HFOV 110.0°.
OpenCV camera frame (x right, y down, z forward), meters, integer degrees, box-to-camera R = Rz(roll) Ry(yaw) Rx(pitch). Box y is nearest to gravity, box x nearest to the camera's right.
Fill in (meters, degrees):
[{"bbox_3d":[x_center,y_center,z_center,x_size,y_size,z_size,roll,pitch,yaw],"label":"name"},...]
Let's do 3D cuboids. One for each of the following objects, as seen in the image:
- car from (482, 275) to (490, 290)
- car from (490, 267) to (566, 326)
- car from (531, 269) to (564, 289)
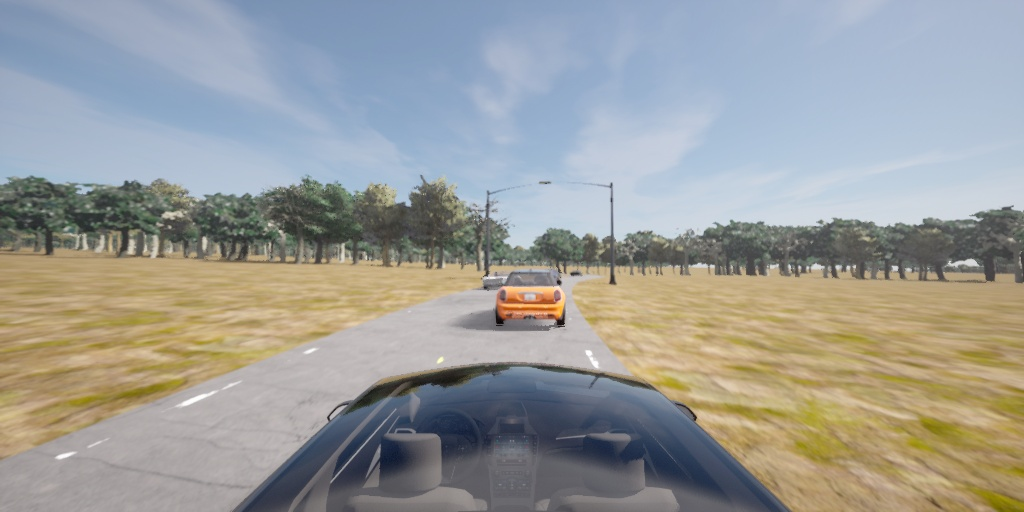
[{"bbox_3d":[-0.747,1.727,26.089,1.895,1.301,4.718,0,-1,11],"label":"car"},{"bbox_3d":[0.675,1.224,12.373,2.097,1.767,4.553,0,-1,4],"label":"car"},{"bbox_3d":[2.865,1.716,28.035,2.033,1.411,5.357,0,-1,11],"label":"car"}]
